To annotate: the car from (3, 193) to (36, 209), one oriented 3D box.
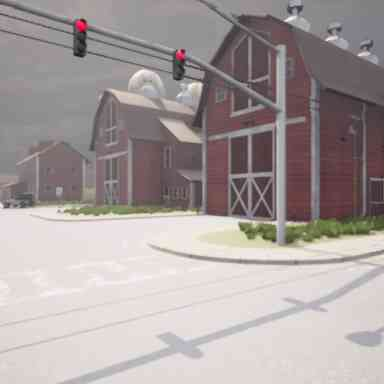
[{"bbox_3d":[-22.858,1.168,44.188,3.866,1.878,1.905,-2,5,11],"label":"car"}]
